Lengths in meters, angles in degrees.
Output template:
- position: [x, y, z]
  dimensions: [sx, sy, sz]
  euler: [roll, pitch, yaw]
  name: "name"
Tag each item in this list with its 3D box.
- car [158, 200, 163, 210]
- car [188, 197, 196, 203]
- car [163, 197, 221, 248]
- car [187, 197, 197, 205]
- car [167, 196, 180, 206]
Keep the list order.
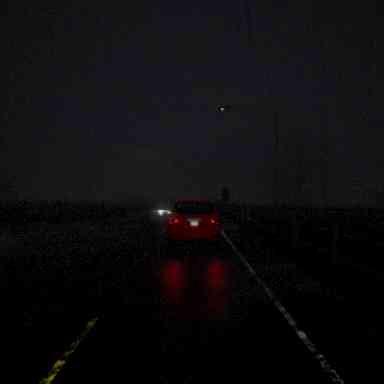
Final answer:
- position: [-3.573, 1.800, 45.980]
  dimensions: [1.994, 1.385, 4.181]
  euler: [0, 0, 0]
  name: "car"
- position: [0.020, 1.827, 78.689]
  dimensions: [1.895, 1.301, 4.718]
  euler: [0, 0, 0]
  name: "car"
- position: [0.099, 1.301, 15.269]
  dimensions: [2.150, 2.045, 5.566]
  euler: [0, 0, 0]
  name: "car"
- position: [0.017, 1.859, 68.237]
  dimensions: [2.128, 1.511, 4.902]
  euler: [0, 0, 0]
  name: "car"
- position: [-3.500, 1.678, 63.871]
  dimensions: [2.097, 1.767, 4.553]
  euler: [0, 0, 0]
  name: "car"
